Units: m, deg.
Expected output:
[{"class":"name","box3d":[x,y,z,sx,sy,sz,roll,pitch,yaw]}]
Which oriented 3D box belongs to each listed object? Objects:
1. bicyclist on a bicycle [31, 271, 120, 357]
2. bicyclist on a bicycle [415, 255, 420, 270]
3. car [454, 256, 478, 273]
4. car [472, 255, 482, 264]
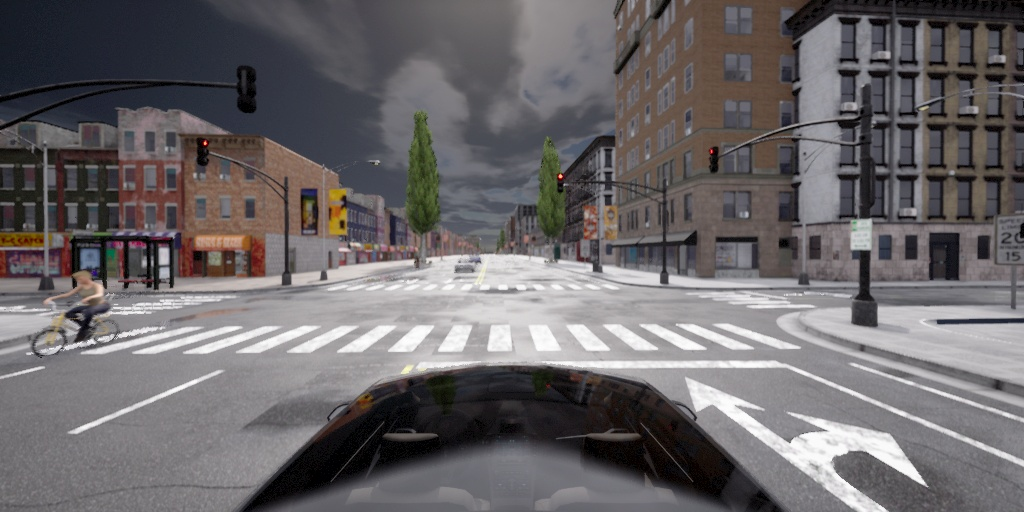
[{"class":"bicyclist on a bicycle","box3d":[-8.831,1.113,7.316,0.866,1.612,1.509,0,1,-1]},{"class":"bicyclist on a bicycle","box3d":[-10.699,0.719,40.488,0.582,1.620,1.656,0,1,-2]},{"class":"car","box3d":[-4.602,0.929,35.377,1.895,1.301,4.718,0,1,-3]},{"class":"car","box3d":[-5.948,0.576,58.559,1.812,1.442,4.674,0,1,-3]}]
